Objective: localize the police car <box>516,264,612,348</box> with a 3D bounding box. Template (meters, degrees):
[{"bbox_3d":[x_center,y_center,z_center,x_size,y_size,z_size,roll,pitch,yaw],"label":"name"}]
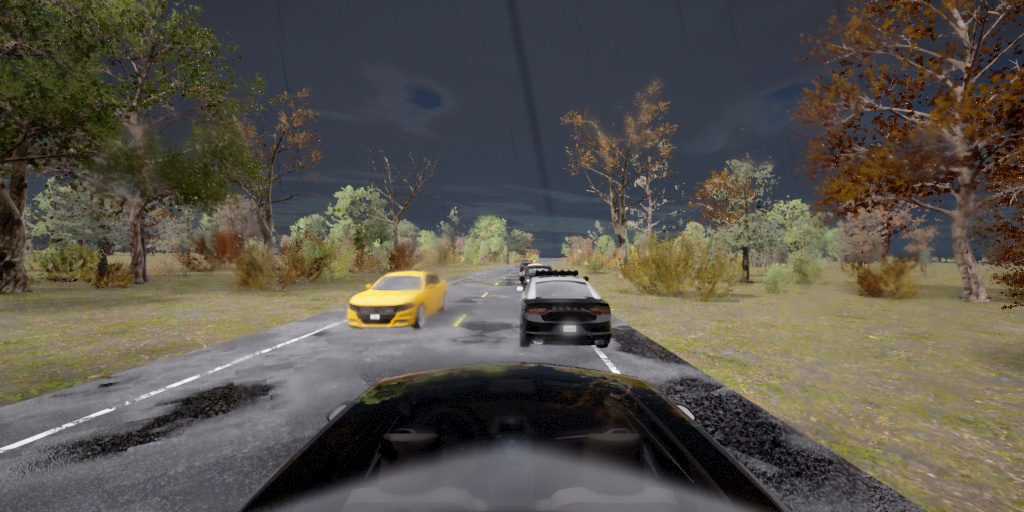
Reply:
[{"bbox_3d":[1.150,1.177,9.387,1.930,1.638,5.238,0,0,1],"label":"police car"}]

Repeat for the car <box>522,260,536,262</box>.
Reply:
[{"bbox_3d":[1.679,1.218,25.387,1.801,1.575,5.366,0,0,3],"label":"car"}]

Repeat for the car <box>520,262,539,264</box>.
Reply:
[{"bbox_3d":[1.427,1.263,19.229,1.837,1.490,4.892,0,0,2],"label":"car"}]

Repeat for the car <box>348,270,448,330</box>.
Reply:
[{"bbox_3d":[-3.316,1.231,11.336,1.882,1.535,5.008,0,0,1],"label":"car"}]

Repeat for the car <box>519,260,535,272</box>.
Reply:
[{"bbox_3d":[2.097,1.331,47.880,1.837,1.490,4.892,0,0,5],"label":"car"}]
